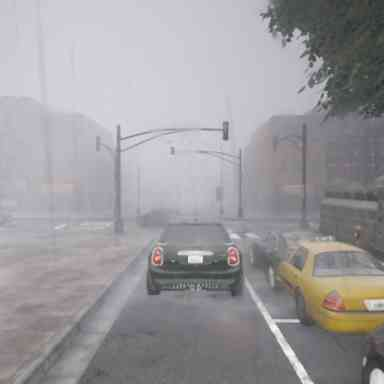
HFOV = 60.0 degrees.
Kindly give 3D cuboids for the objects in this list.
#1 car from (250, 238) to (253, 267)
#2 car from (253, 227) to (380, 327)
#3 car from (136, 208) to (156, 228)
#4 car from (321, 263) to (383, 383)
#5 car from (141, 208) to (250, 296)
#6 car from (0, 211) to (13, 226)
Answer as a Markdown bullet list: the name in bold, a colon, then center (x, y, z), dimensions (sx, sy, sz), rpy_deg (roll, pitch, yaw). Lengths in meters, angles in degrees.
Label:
- **car**: center (2.660, 1.617, 8.991), dimensions (2.008, 1.369, 4.403), rpy_deg (-1, 0, 0)
- **car**: center (2.681, 1.577, 7.017), dimensions (1.752, 1.417, 4.829), rpy_deg (-1, 0, 0)
- **car**: center (-1.868, 1.739, 21.457), dimensions (2.033, 1.411, 5.357), rpy_deg (0, 0, -31)
- **car**: center (2.623, 1.565, 1.856), dimensions (2.008, 1.369, 4.403), rpy_deg (-1, 0, 0)
- **car**: center (0.082, 1.419, 8.965), dimensions (2.097, 1.767, 4.553), rpy_deg (0, 0, 0)
- **car**: center (-14.735, 1.597, 22.487), dimensions (4.892, 1.490, 1.837), rpy_deg (1, 1, 0)
